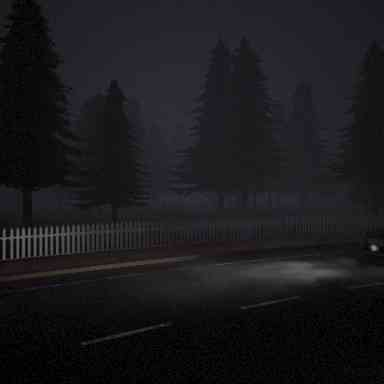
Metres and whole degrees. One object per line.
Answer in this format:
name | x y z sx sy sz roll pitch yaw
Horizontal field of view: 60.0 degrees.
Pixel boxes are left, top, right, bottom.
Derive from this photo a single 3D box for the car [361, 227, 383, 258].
car | 8.023 1.485 11.092 4.902 1.511 2.128 0 0 -17
